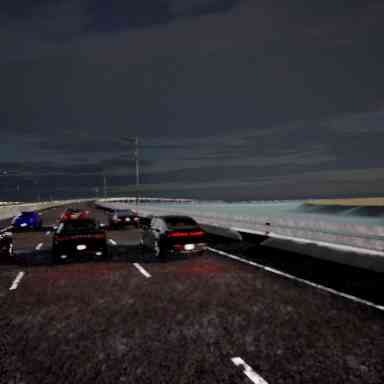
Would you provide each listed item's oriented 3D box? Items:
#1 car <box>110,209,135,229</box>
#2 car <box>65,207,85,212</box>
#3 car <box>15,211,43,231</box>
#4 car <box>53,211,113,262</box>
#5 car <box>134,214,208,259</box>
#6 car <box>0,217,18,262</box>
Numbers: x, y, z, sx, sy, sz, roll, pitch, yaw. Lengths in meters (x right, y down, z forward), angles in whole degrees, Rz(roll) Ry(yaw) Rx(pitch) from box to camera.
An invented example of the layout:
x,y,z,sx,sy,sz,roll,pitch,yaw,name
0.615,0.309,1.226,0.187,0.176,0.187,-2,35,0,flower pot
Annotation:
x,y,z,sx,sy,sz,roll,pitch,yaw,name
-5.383,2.045,25.880,2.033,1.411,5.357,-1,-1,-20,car
-9.373,1.975,26.668,2.097,1.767,4.553,-1,-1,-19,car
-12.895,2.246,26.140,1.812,1.442,4.674,-1,-1,-19,car
-4.645,1.796,13.791,1.882,1.535,5.008,-1,-1,-20,car
-0.910,1.712,13.739,1.837,1.490,4.892,-1,-1,-20,car
-7.549,1.880,11.522,1.837,1.490,4.892,-1,0,-20,car
